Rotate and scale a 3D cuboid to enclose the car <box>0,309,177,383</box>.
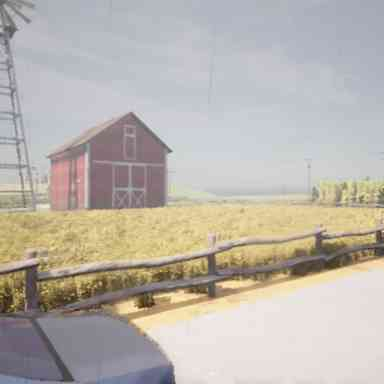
[{"bbox_3d":[-2.552,1.548,1.680,5.357,1.411,2.033,0,0,-35],"label":"car"}]
